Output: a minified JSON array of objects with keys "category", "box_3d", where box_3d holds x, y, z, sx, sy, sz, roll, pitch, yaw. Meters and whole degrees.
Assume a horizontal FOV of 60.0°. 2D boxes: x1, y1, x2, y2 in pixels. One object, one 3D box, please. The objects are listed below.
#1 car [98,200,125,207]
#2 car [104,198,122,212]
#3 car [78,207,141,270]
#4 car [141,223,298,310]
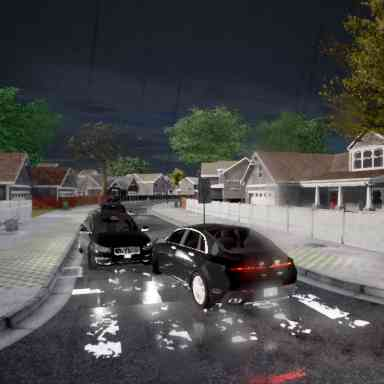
[{"category":"car","box_3d":[-4.856,1.498,20.502,1.837,1.490,4.892,0,0,-15]},{"category":"car","box_3d":[-9.435,1.521,39.789,1.812,1.442,4.674,0,0,-10]},{"category":"car","box_3d":[-2.743,1.494,11.297,1.837,1.490,4.892,0,0,-24]},{"category":"car","box_3d":[0.389,1.507,8.025,1.837,1.490,4.892,0,0,-24]}]
